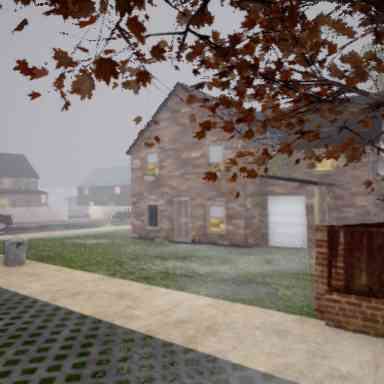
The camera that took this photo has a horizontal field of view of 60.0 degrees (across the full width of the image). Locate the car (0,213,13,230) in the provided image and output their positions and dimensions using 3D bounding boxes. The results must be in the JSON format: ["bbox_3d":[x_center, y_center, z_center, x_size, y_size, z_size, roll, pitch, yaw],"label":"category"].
[{"bbox_3d":[-15.848,2.062,24.359,1.882,1.535,5.008,-1,-2,35],"label":"car"}]

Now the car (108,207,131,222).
[{"bbox_3d":[-7.094,2.450,36.784,2.128,1.511,4.902,-1,-2,35],"label":"car"}]
